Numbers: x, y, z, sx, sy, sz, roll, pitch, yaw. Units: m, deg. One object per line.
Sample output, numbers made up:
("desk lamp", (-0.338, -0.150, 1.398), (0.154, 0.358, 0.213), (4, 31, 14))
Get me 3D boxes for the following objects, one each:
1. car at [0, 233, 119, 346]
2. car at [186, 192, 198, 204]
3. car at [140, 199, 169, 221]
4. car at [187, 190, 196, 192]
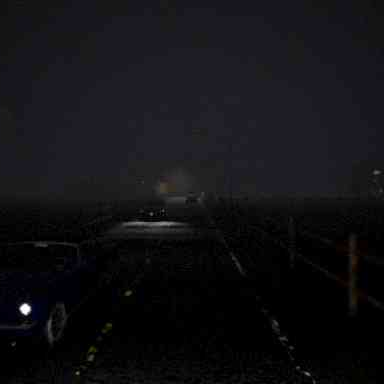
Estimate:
("car", (-2.834, 1.553, 6.372), (1.895, 1.301, 4.718), (0, 0, 0))
("car", (-0.019, 1.147, 53.033), (1.994, 1.385, 4.181), (0, 0, 0))
("car", (-2.796, 1.312, 25.559), (1.837, 1.490, 4.892), (0, 0, 0))
("car", (-0.023, 0.714, 63.063), (2.150, 2.045, 5.566), (0, 0, 0))
